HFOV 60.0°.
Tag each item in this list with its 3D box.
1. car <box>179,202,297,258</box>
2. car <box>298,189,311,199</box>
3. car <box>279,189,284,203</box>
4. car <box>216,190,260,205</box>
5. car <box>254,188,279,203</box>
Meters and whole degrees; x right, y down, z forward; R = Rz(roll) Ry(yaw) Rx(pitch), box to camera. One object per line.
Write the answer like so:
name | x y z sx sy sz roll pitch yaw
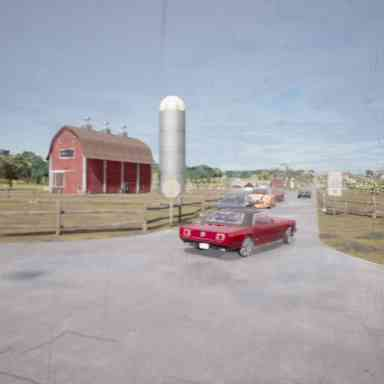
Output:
car | 1.776 1.222 11.135 1.895 1.301 4.718 2 2 40
car | 17.161 0.234 50.598 2.033 1.411 5.357 1 1 21
car | 9.665 0.373 38.913 1.882 1.535 5.008 1 2 21
car | 2.699 0.879 20.342 1.837 1.490 4.892 1 2 21
car | 6.106 0.479 29.415 2.097 1.767 4.553 1 2 21
